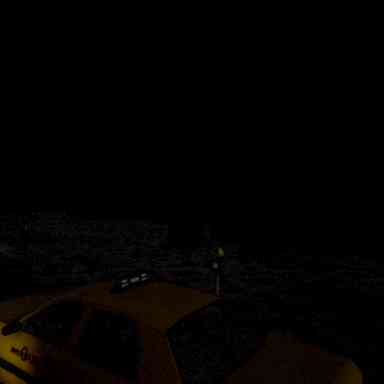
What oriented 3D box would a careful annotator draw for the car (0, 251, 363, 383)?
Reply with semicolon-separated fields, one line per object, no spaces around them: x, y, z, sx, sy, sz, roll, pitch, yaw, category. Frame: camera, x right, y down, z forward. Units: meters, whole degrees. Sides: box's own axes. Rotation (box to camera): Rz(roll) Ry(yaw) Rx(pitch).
-0.822;1.525;3.552;4.829;1.417;1.752;0;0;36;car
